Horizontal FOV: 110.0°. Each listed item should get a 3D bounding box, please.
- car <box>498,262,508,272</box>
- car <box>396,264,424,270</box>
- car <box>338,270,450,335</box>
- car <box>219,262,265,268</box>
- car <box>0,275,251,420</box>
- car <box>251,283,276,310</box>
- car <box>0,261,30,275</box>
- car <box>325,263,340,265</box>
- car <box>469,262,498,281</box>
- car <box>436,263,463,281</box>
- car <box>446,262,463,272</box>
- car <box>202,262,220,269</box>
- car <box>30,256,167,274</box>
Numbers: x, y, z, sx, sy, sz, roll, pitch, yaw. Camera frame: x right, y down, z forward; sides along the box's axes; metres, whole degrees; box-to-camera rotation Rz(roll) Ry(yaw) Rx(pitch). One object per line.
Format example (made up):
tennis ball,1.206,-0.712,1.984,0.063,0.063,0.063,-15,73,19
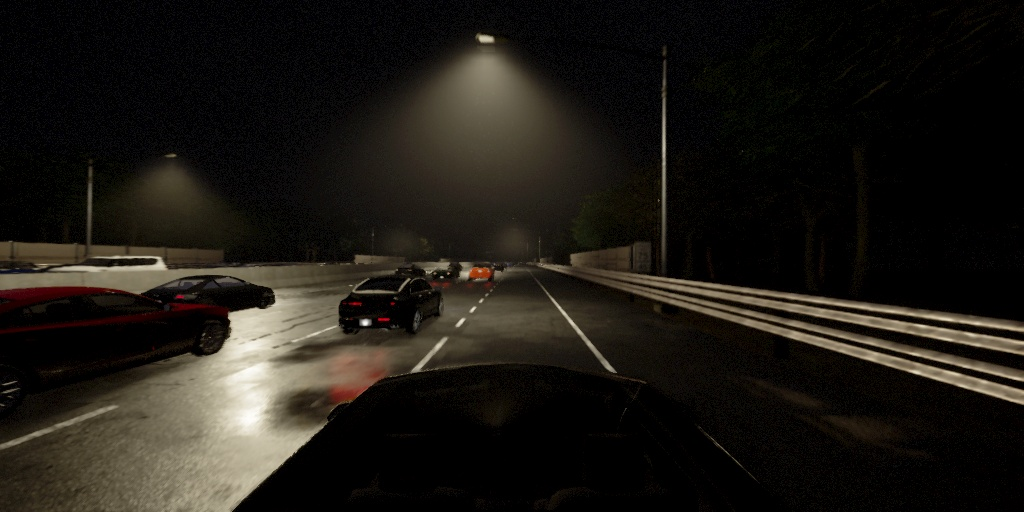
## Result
car,-2.272,1.909,60.631,2.128,1.511,4.902,0,-1,1
car,-9.837,1.522,34.926,2.128,1.511,4.902,0,-1,1
car,-3.365,1.327,10.790,1.837,1.490,4.892,0,-1,1
car,-27.364,1.516,37.362,1.895,1.301,4.718,0,-1,2
car,-6.978,1.213,5.632,1.882,1.535,5.008,0,-1,1
car,-10.331,1.346,12.438,1.994,1.385,4.181,0,-1,1
car,-27.704,1.255,22.348,1.837,1.490,4.892,0,-1,1
car,-23.597,1.602,46.465,2.033,1.411,5.357,0,-1,2
car,-2.839,1.437,34.723,2.097,1.767,4.553,0,-1,1
car,-6.338,1.659,34.866,1.895,1.301,4.718,0,-1,1
car,-9.315,1.811,58.786,1.882,1.535,5.008,0,-1,1
car,-30.828,1.393,38.655,2.128,1.511,4.902,0,-1,2
car,-24.219,0.990,21.726,2.150,2.045,5.566,0,0,1
